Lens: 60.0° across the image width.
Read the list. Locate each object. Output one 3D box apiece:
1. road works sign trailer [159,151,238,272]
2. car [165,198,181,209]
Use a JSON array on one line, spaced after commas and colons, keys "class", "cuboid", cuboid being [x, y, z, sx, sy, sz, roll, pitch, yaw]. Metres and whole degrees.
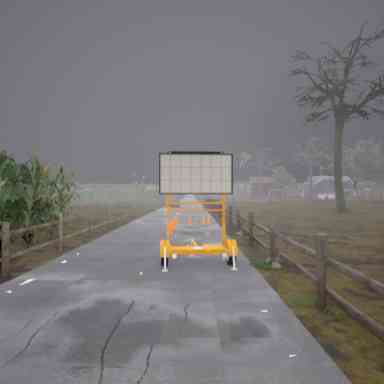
[{"class": "road works sign trailer", "cuboid": [0.115, 0.472, 10.935, 2.380, 3.560, 2.880, 0, 0, -5]}, {"class": "car", "cuboid": [-2.731, 1.634, 48.071, 1.837, 1.490, 4.892, 0, 0, 0]}]
